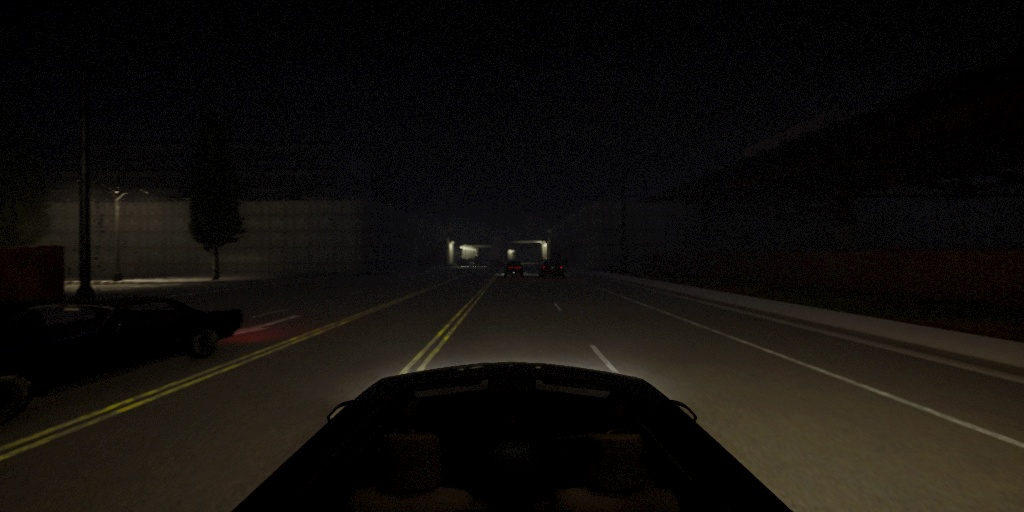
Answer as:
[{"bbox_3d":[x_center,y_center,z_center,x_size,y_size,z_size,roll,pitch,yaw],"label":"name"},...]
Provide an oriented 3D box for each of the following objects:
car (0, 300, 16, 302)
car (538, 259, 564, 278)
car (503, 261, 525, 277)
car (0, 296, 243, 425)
[{"bbox_3d":[-10.556,1.327,5.276,2.128,1.511,4.902,0,0,1],"label":"car"},{"bbox_3d":[3.679,1.090,34.456,2.097,1.767,4.553,0,0,0],"label":"car"},{"bbox_3d":[0.188,1.272,35.826,1.837,1.490,4.892,0,0,0],"label":"car"},{"bbox_3d":[-7.051,1.409,5.875,1.895,1.301,4.718,0,0,1],"label":"car"}]
